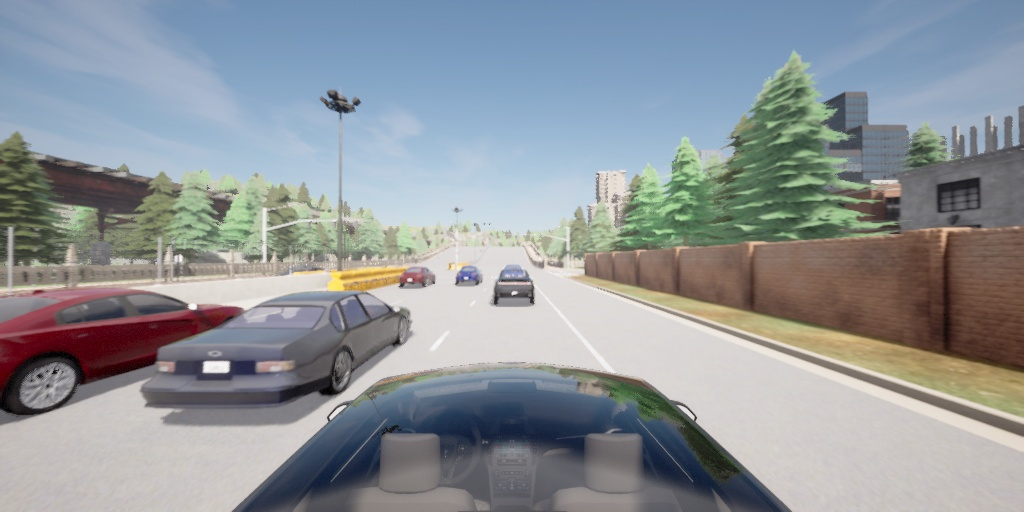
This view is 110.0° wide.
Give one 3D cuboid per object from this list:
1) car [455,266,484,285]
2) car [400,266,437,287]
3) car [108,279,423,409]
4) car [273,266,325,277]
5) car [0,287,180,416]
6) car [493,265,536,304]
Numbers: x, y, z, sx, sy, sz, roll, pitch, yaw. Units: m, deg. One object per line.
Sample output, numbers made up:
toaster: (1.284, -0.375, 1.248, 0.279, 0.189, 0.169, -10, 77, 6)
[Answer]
car: (-3.404, 1.507, 28.898, 1.812, 1.442, 4.674, 0, -1, 0)
car: (-6.904, 1.486, 26.509, 1.812, 1.442, 4.674, 0, -1, 0)
car: (-3.391, 1.339, 6.615, 2.033, 1.411, 5.357, 0, 0, 0)
car: (-14.003, 1.438, 23.946, 1.837, 1.490, 4.892, 0, 0, 0)
car: (-6.901, 1.264, 6.053, 1.882, 1.535, 5.008, 0, 0, 0)
car: (0.097, 1.372, 17.245, 2.128, 1.511, 4.902, 0, -1, 0)
